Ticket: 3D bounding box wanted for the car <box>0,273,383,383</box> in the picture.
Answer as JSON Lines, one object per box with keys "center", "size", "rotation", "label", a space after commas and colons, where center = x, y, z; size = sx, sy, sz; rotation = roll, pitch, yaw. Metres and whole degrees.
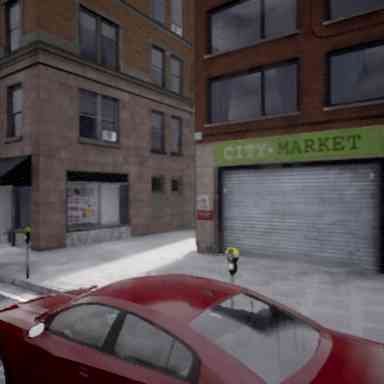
{"center": [-0.456, 1.551, 3.403], "size": [4.507, 1.381, 1.887], "rotation": [0, 0, 35], "label": "car"}
